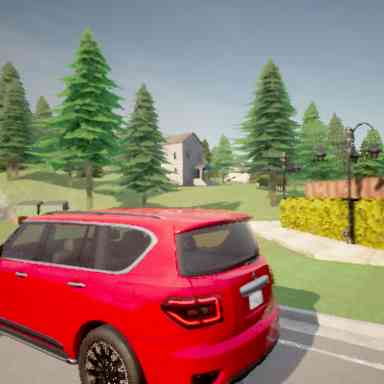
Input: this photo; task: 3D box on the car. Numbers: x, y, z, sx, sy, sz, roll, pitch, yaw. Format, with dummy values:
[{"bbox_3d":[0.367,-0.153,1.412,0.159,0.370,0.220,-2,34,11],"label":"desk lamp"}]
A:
[{"bbox_3d":[-1.502,1.268,5.063,5.566,2.045,2.150,-1,-1,35],"label":"car"}]
